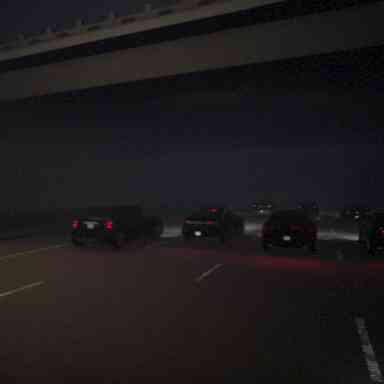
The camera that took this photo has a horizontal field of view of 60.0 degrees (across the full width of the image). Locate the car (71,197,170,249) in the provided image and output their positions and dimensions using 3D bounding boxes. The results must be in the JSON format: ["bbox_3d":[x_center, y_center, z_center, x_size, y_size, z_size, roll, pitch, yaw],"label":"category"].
[{"bbox_3d":[-3.032,1.294,14.500,2.097,1.767,4.553,0,0,22],"label":"car"}]

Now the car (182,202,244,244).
[{"bbox_3d":[1.142,1.430,15.538,2.128,1.511,4.902,0,0,22],"label":"car"}]

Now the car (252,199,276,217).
[{"bbox_3d":[6.680,1.377,29.781,2.128,1.511,4.902,0,0,22],"label":"car"}]

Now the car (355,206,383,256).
[{"bbox_3d":[7.483,1.455,12.532,1.837,1.490,4.892,0,-1,22],"label":"car"}]

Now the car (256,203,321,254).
[{"bbox_3d":[4.138,1.425,13.595,1.882,1.535,5.008,0,0,22],"label":"car"}]

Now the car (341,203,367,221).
[{"bbox_3d":[12.667,1.504,25.885,1.895,1.301,4.718,0,0,22],"label":"car"}]

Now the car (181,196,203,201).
[{"bbox_3d":[0.678,1.337,53.349,2.033,1.411,5.357,0,0,22],"label":"car"}]

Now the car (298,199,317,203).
[{"bbox_3d":[9.941,1.383,28.511,2.128,1.511,4.902,0,0,22],"label":"car"}]

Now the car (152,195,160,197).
[{"bbox_3d":[-5.839,1.254,55.886,1.882,1.535,5.008,0,0,22],"label":"car"}]

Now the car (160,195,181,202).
[{"bbox_3d":[-2.923,1.387,53.757,1.895,1.301,4.718,0,0,22],"label":"car"}]

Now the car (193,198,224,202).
[{"bbox_3d":[2.041,1.439,27.586,2.033,1.411,5.357,0,0,22],"label":"car"}]
